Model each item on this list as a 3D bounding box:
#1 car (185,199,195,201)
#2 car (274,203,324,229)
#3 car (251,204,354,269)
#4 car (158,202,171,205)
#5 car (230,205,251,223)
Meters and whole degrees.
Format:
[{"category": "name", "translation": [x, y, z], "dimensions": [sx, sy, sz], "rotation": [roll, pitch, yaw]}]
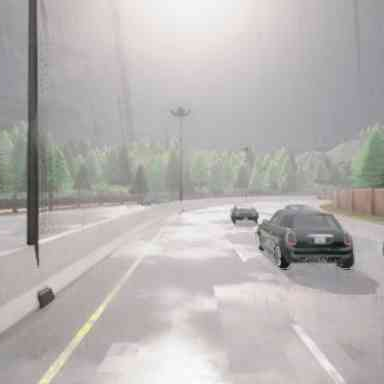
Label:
[{"category": "car", "translation": [-0.808, 1.518, 53.674], "dimensions": [1.837, 1.490, 4.892], "rotation": [0, 0, 20]}, {"category": "car", "translation": [7.248, 1.554, 23.116], "dimensions": [2.033, 1.411, 5.357], "rotation": [0, 0, 4]}, {"category": "car", "translation": [3.569, 1.355, 11.356], "dimensions": [2.097, 1.767, 4.553], "rotation": [0, 0, 0]}, {"category": "car", "translation": [-4.351, 1.577, 54.128], "dimensions": [1.994, 1.385, 4.181], "rotation": [0, 0, 19]}, {"category": "car", "translation": [3.916, 1.608, 25.400], "dimensions": [1.895, 1.301, 4.718], "rotation": [0, 0, 4]}]
